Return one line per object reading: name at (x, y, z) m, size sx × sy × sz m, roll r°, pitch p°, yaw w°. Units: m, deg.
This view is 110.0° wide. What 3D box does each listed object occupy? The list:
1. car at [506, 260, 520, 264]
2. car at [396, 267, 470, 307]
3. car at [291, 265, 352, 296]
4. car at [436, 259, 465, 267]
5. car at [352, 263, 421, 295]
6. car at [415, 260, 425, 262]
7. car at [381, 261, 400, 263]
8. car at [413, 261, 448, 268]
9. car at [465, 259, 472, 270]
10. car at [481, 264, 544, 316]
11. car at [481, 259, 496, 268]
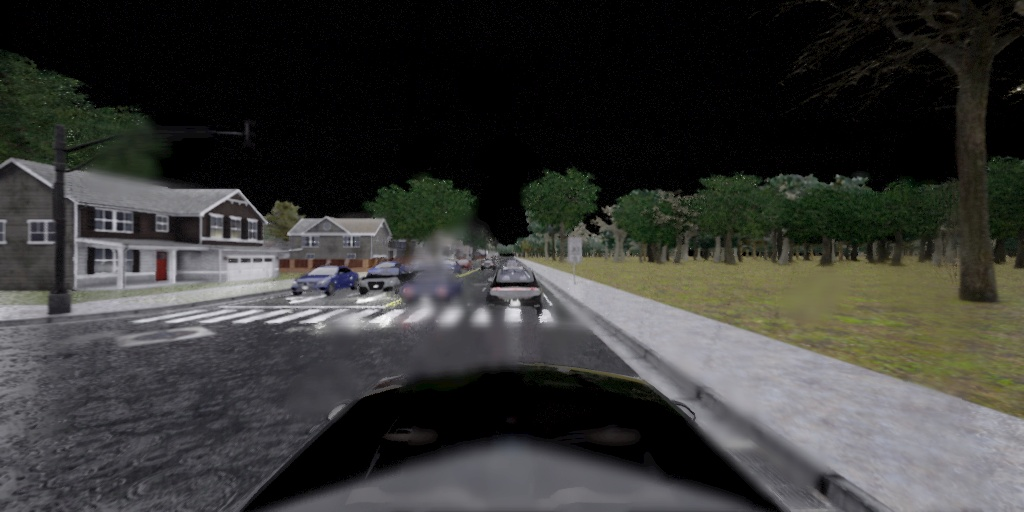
car at (0.101, 1.286, 35.168) m, size 1.895 × 1.301 × 4.718 m, roll 0°, pitch 0°, yaw 0°
car at (-3.150, 1.328, 15.340) m, size 1.895 × 1.301 × 4.718 m, roll 0°, pitch 0°, yaw 0°
car at (-9.829, 1.245, 19.349) m, size 1.812 × 1.442 × 4.674 m, roll 0°, pitch 0°, yaw 0°
car at (-6.551, 1.204, 38.280) m, size 1.812 × 1.442 × 4.674 m, roll 0°, pitch 0°, yaw 0°
car at (-6.596, 1.283, 19.365) m, size 1.994 × 1.385 × 4.181 m, roll 0°, pitch 0°, yaw 0°
car at (-9.801, 1.203, 38.506) m, size 1.812 × 1.442 × 4.674 m, roll 0°, pitch 0°, yaw 0°
car at (-9.840, 1.177, 28.691) m, size 1.882 × 1.535 × 5.008 m, roll 0°, pitch 0°, yaw 0°
car at (-6.592, 1.301, 28.117) m, size 1.895 × 1.301 × 4.718 m, roll 0°, pitch 0°, yaw 0°
car at (-6.547, 1.134, 48.773) m, size 1.882 × 1.535 × 5.008 m, roll 0°, pitch 0°, yaw 0°
car at (0.102, 1.223, 13.312) m, size 2.128 × 1.511 × 4.902 m, roll 0°, pitch 0°, yaw 0°
car at (-3.250, 1.180, 49.538) m, size 1.812 × 1.442 × 4.674 m, roll 0°, pitch 0°, yaw 0°
